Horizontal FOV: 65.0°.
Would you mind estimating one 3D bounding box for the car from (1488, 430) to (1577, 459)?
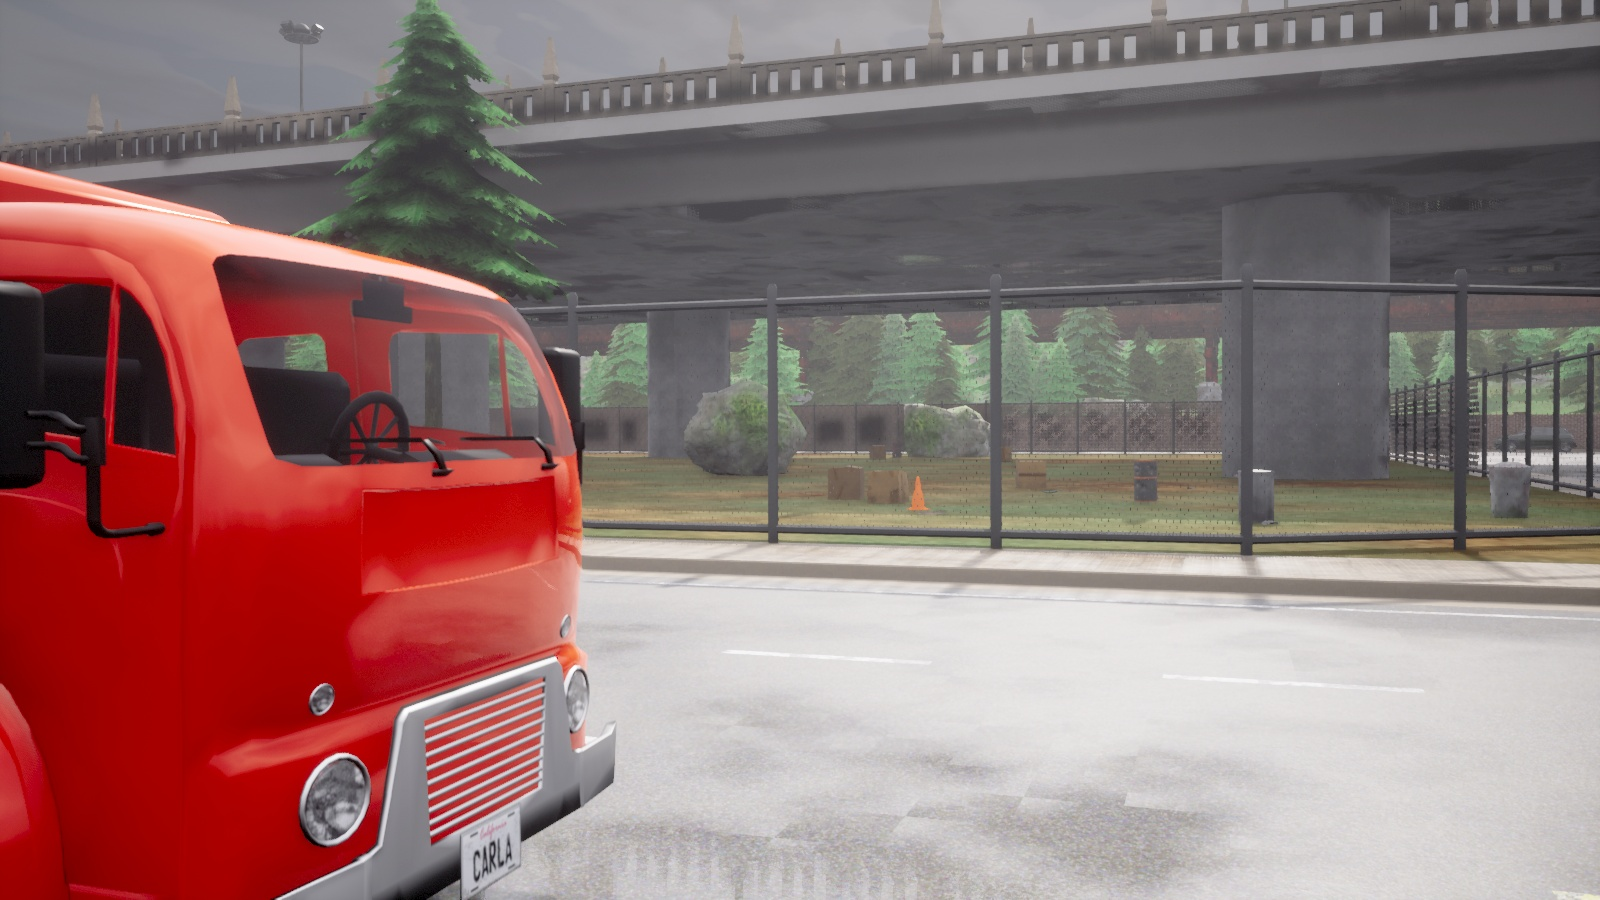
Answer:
[{"bbox_3d":[46.690,-0.368,80.162,4.553,1.767,2.097,1,1,20],"label":"car"}]

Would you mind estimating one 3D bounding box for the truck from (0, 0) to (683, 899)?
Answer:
[{"bbox_3d":[-3.328,0.256,4.304,5.204,2.467,2.627,1,1,19],"label":"truck"}]
